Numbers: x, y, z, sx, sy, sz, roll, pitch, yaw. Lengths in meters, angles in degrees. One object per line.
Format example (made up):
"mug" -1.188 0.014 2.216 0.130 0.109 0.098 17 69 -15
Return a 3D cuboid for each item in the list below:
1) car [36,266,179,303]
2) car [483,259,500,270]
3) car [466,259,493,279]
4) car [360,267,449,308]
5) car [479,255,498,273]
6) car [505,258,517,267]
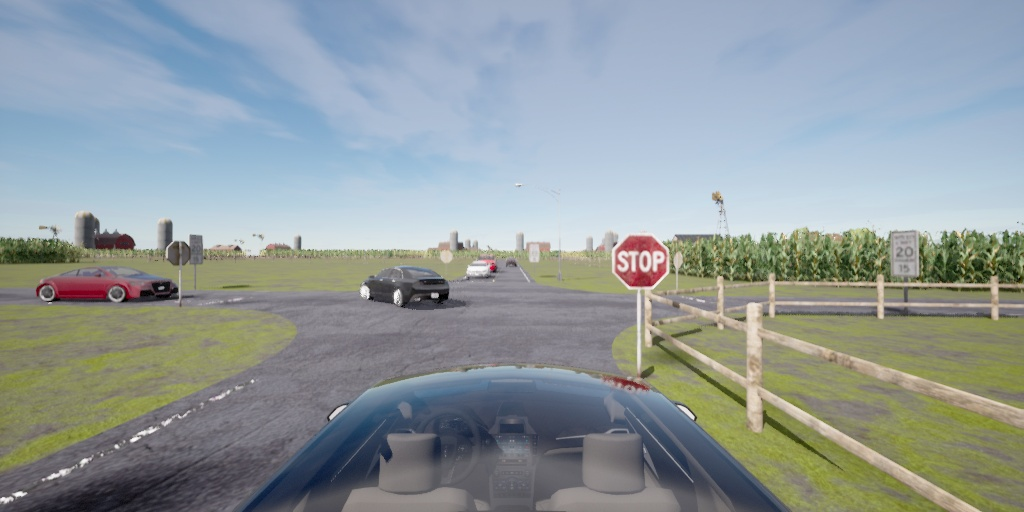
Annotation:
"car" -16.270 1.108 14.574 4.181 1.385 1.994 1 -1 -1
"car" -2.941 1.189 52.482 2.033 1.411 5.357 0 0 0
"car" -2.911 1.219 31.894 1.812 1.442 4.674 0 0 0
"car" -4.503 1.179 14.695 4.892 1.490 1.837 0 -2 45
"car" -2.933 0.891 41.835 2.150 2.045 5.566 0 0 0
"car" -0.133 1.122 60.695 1.837 1.490 4.892 0 0 0
